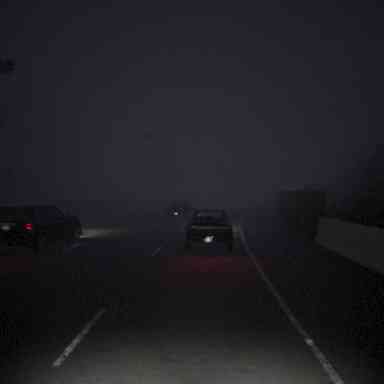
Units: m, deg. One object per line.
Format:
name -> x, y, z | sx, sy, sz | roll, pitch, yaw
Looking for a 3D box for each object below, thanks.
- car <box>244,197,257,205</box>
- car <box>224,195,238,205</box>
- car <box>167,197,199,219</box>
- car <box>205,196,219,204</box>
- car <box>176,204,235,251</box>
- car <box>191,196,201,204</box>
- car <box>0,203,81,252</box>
car -> 10.977, 1.690, 62.094 | 1.994, 1.385, 4.181 | 1, 0, 16
car -> 7.393, 1.436, 62.325 | 2.097, 1.767, 4.553 | 1, 0, 16
car -> -0.873, 1.493, 28.959 | 1.837, 1.490, 4.892 | 0, 0, 10
car -> 3.808, 1.567, 62.548 | 1.812, 1.442, 4.674 | 1, 0, 16
car -> 0.804, 1.501, 14.277 | 2.128, 1.511, 4.902 | 1, 0, 5
car -> 0.095, 1.546, 62.369 | 2.033, 1.411, 5.357 | 1, 0, 16
car -> -6.337, 1.277, 13.750 | 2.097, 1.767, 4.553 | 1, 0, 5
